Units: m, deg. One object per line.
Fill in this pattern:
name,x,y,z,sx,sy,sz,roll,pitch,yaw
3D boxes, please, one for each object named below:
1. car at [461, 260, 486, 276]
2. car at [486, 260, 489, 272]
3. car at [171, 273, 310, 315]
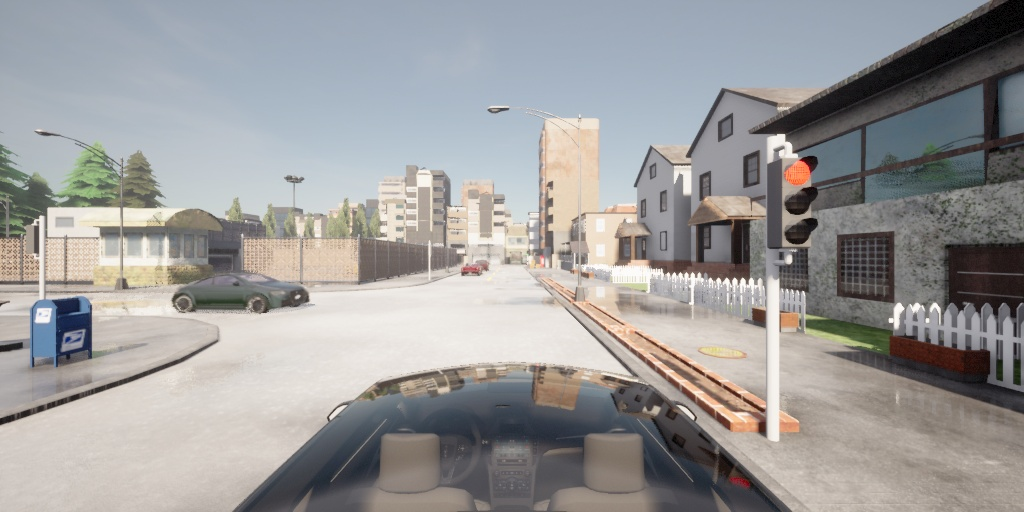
car,-4.106,1.351,37.220,1.895,1.301,4.718,0,0,0
car,-4.093,1.228,47.726,1.882,1.535,5.008,0,0,0
car,-9.820,1.314,13.163,4.181,1.385,1.994,0,0,2
